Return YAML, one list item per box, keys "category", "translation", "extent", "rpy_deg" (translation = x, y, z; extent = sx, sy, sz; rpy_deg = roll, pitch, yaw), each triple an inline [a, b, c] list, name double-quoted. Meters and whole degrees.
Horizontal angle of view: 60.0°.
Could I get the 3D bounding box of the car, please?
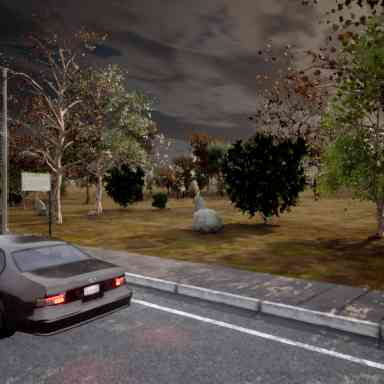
- category: "car"
  translation: [-3.580, 1.547, 6.557]
  extent: [5.357, 1.411, 2.033]
  rpy_deg: [0, 0, 36]
